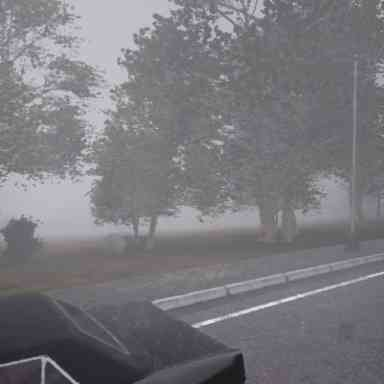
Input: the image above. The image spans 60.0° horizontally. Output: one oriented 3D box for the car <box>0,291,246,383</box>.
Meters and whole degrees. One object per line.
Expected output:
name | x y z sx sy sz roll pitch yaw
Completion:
car | -1.931 1.601 2.307 4.718 1.301 1.895 0 0 -35
